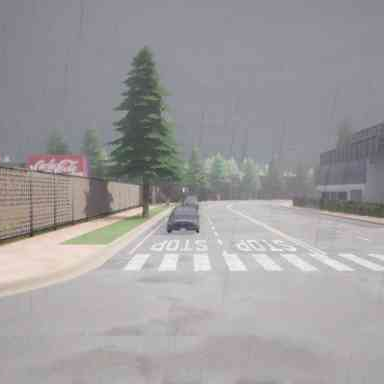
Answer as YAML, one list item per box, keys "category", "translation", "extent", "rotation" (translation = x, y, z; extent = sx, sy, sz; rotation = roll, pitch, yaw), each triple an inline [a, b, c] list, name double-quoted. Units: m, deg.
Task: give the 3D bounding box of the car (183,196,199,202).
- category: "car"
  translation: [-0.151, 1.346, 44.700]
  extent: [2.097, 1.767, 4.553]
  rotation: [0, 0, 1]

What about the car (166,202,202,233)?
- category: "car"
  translation: [-0.421, 1.553, 19.764]
  extent: [2.033, 1.411, 5.357]
  rotation: [0, 0, 1]
